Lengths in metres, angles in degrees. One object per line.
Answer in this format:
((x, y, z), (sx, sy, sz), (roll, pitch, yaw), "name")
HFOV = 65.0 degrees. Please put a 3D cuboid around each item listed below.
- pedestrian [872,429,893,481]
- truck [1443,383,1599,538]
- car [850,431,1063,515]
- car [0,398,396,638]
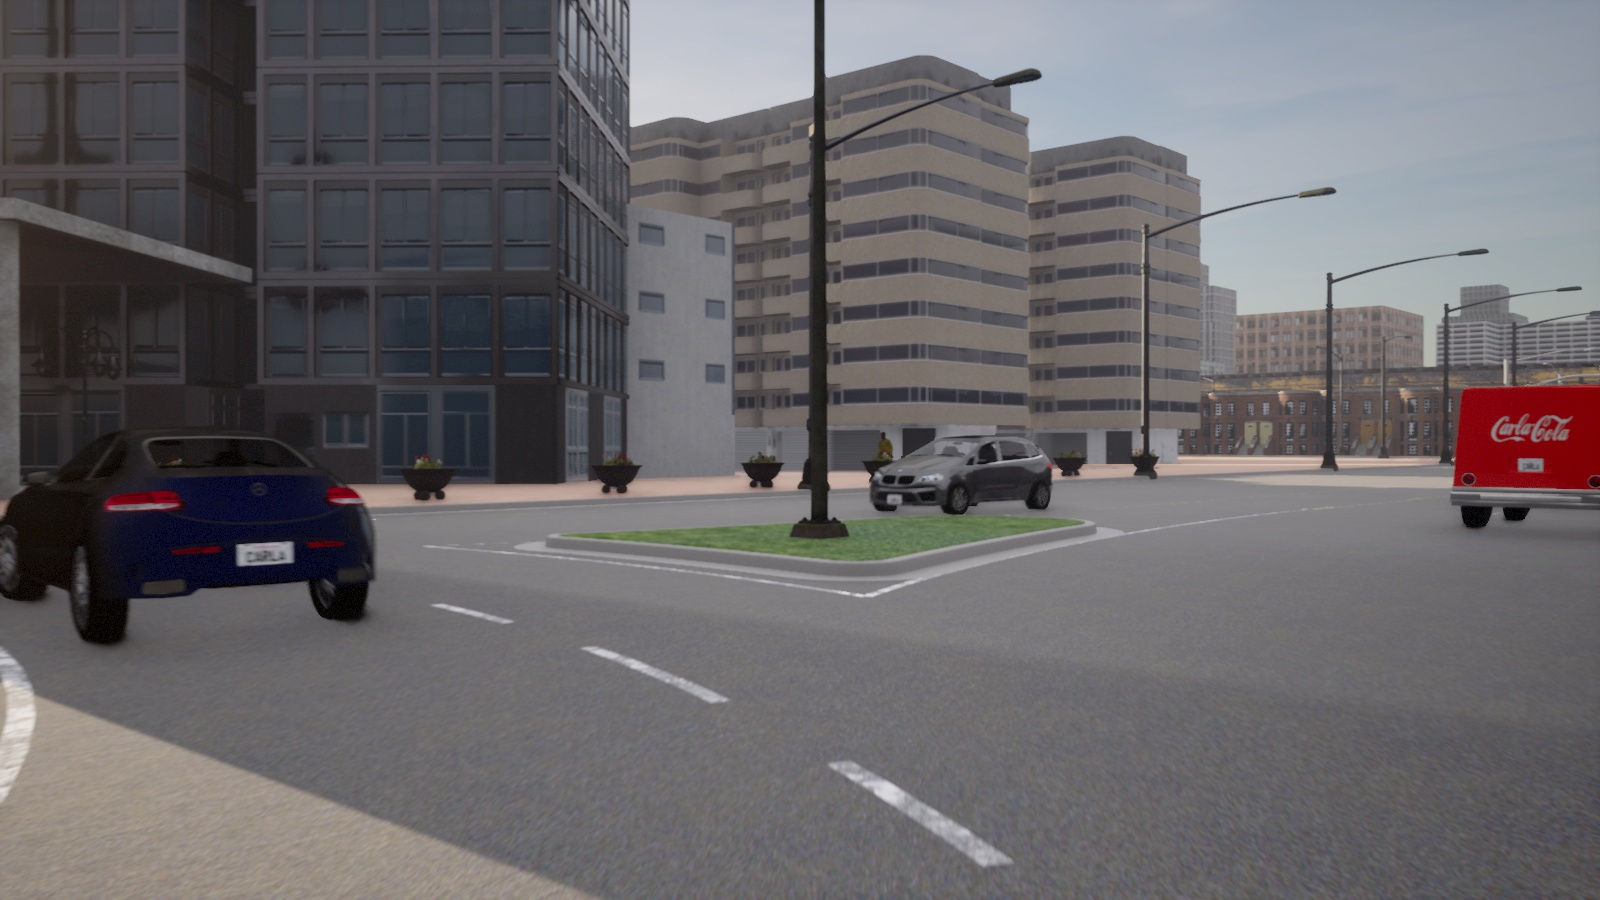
((2.953, 0.191, 44.798), (0.370, 1.835, 0.726), (0, 0, 44), "pedestrian")
((13.637, 0.156, 22.583), (2.627, 2.467, 5.204), (1, 1, 39), "truck")
((3.501, 0.445, 27.480), (4.611, 1.667, 2.242), (0, 0, -45), "car")
((-5.692, 0.455, 11.259), (2.152, 1.651, 5.027), (0, 0, -41), "car")
